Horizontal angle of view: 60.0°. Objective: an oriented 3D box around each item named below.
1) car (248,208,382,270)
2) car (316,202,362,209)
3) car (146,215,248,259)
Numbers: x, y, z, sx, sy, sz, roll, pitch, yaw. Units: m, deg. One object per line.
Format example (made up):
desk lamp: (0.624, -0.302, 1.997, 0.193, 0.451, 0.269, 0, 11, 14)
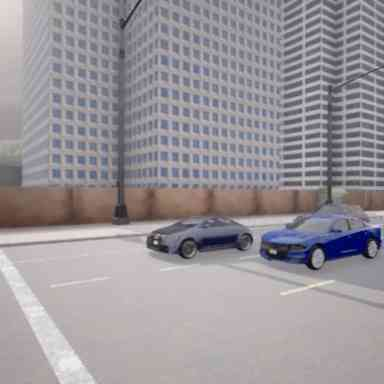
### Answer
car: (4.474, 1.519, 11.331, 5.008, 1.535, 1.882, 0, 0, -35)
car: (7.434, 1.418, 17.614, 4.553, 1.767, 2.097, 0, 0, -34)
car: (0.382, 1.592, 12.758, 4.181, 1.385, 1.994, 0, 0, -35)
